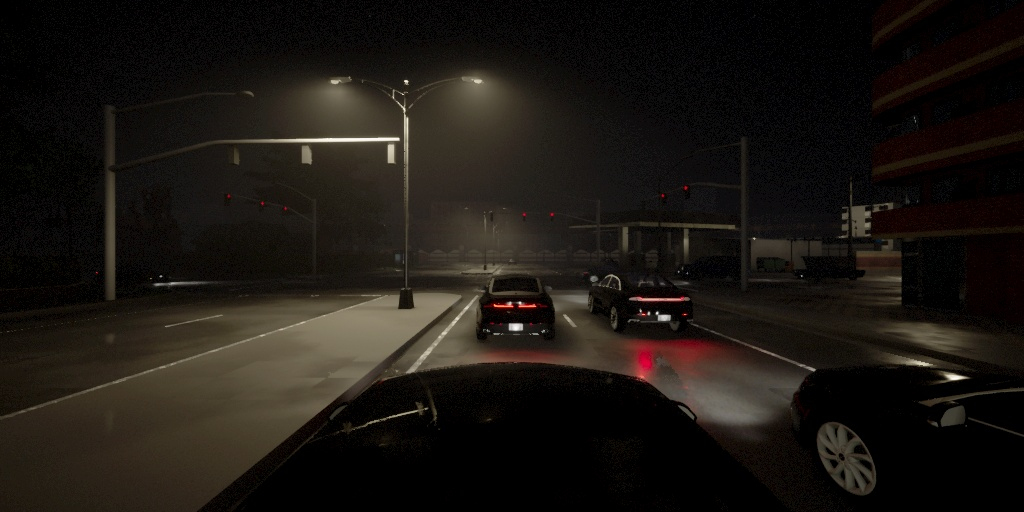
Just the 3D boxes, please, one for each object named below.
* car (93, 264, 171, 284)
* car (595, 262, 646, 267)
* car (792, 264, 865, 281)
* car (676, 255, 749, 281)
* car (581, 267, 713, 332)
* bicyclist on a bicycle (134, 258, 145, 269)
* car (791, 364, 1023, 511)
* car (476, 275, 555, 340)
[{"bbox_3d":[-27.766,1.314,26.309,4.181,1.385,1.994,0,0,0],"label":"car"},{"bbox_3d":[7.125,1.314,26.067,4.181,1.385,1.994,0,0,0],"label":"car"},{"bbox_3d":[26.414,1.351,30.001,4.718,1.301,1.895,0,0,-1],"label":"car"},{"bbox_3d":[16.627,0.972,29.858,5.566,2.045,2.150,0,0,-1],"label":"car"},{"bbox_3d":[3.601,1.242,10.860,2.128,1.511,4.902,0,0,0],"label":"car"},{"bbox_3d":[-38.235,1.053,36.726,0.582,1.620,1.656,0,0,0],"label":"bicyclist on a bicycle"},{"bbox_3d":[3.600,1.255,1.452,1.837,1.490,4.892,0,0,0],"label":"car"},{"bbox_3d":[0.094,1.255,10.004,1.837,1.490,4.892,0,0,0],"label":"car"}]
